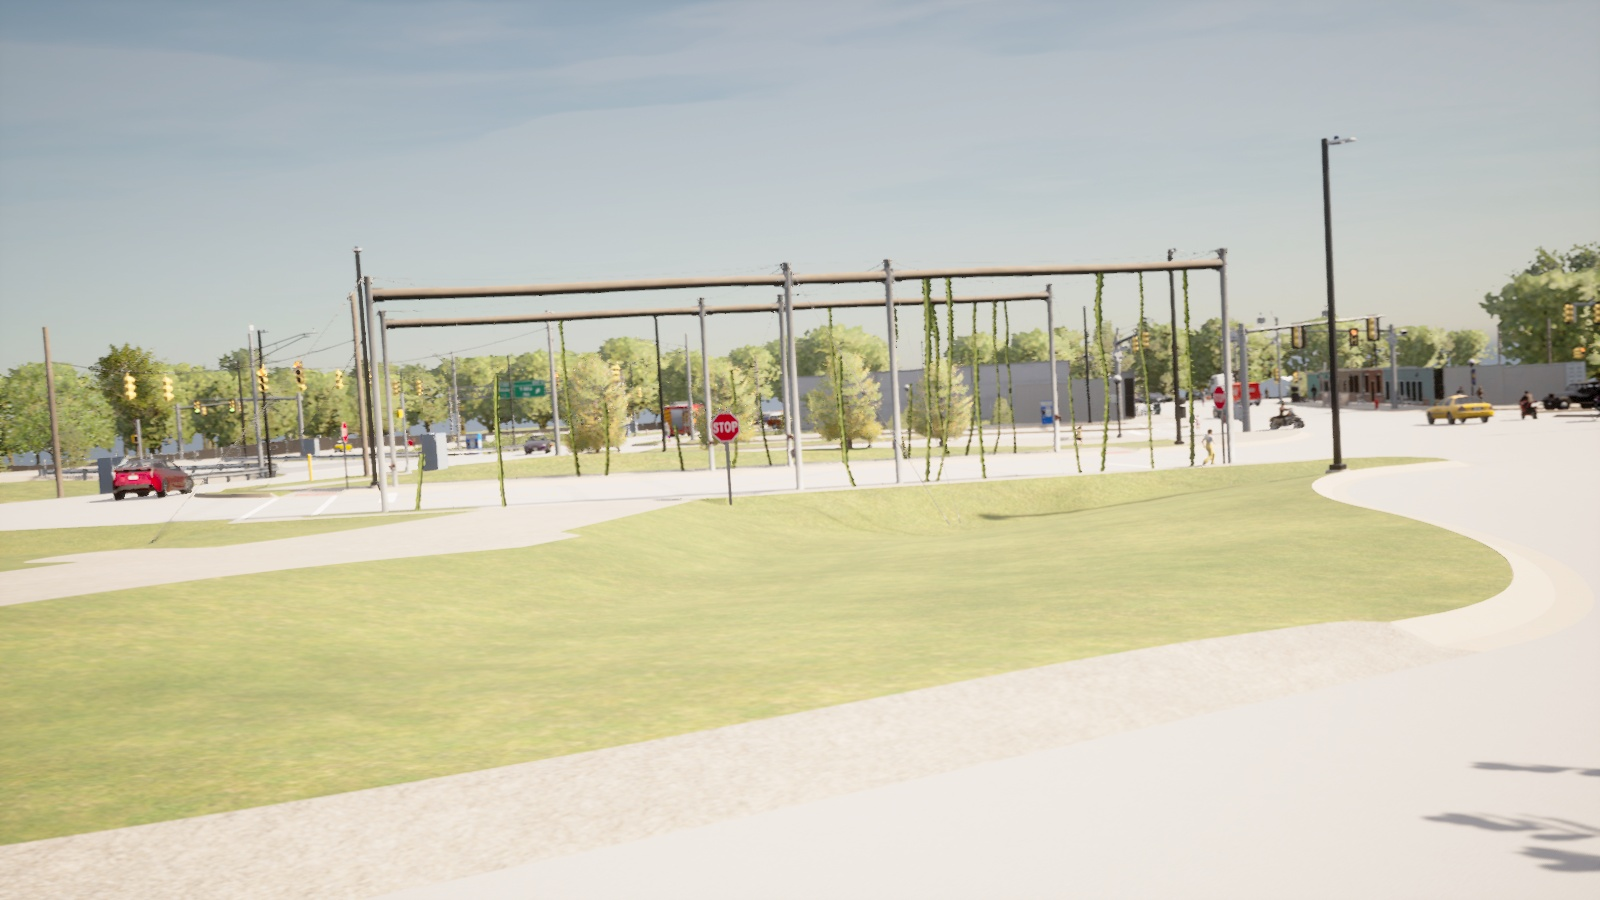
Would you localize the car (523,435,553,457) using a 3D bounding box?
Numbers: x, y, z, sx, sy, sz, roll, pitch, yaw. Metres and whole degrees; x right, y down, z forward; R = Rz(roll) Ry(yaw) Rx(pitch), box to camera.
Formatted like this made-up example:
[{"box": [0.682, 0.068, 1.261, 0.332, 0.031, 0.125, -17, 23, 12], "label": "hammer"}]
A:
[{"box": [-20.136, -0.343, 96.567, 1.816, 1.474, 4.193, -4, 2, -7], "label": "car"}]

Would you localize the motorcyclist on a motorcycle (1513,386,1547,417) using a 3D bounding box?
[{"box": [37.637, -2.503, 64.788, 0.797, 1.523, 2.044, -3, 1, 10], "label": "motorcyclist on a motorcycle"}]

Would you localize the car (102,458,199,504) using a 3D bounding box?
[{"box": [-25.616, 1.180, 49.712, 2.007, 1.525, 4.514, -4, 1, -9], "label": "car"}]

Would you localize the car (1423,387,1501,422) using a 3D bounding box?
[{"box": [33.857, -2.305, 64.374, 1.801, 1.575, 5.366, -3, 1, 8], "label": "car"}]

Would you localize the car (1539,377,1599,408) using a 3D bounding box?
[{"box": [50.151, -3.722, 80.933, 3.866, 1.878, 1.905, -2, 3, 4], "label": "car"}]

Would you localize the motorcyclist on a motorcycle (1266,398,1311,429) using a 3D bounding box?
[{"box": [28.121, -2.103, 72.302, 0.766, 1.649, 2.350, -5, 2, -31], "label": "motorcyclist on a motorcycle"}]

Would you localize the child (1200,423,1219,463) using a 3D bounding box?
[{"box": [13.323, -0.215, 40.852, 0.437, 1.263, 0.270, -5, 3, -14], "label": "child"}]
